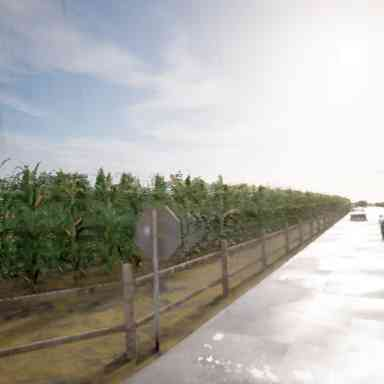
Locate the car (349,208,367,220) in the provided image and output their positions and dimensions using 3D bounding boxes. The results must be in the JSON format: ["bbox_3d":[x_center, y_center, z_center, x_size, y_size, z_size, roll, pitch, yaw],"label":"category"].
[{"bbox_3d":[20.040,2.611,39.992,2.033,1.411,5.357,-4,-3,28],"label":"car"}]

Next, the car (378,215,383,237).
[{"bbox_3d":[13.455,1.882,21.712,2.097,1.767,4.553,-4,-3,28],"label":"car"}]
